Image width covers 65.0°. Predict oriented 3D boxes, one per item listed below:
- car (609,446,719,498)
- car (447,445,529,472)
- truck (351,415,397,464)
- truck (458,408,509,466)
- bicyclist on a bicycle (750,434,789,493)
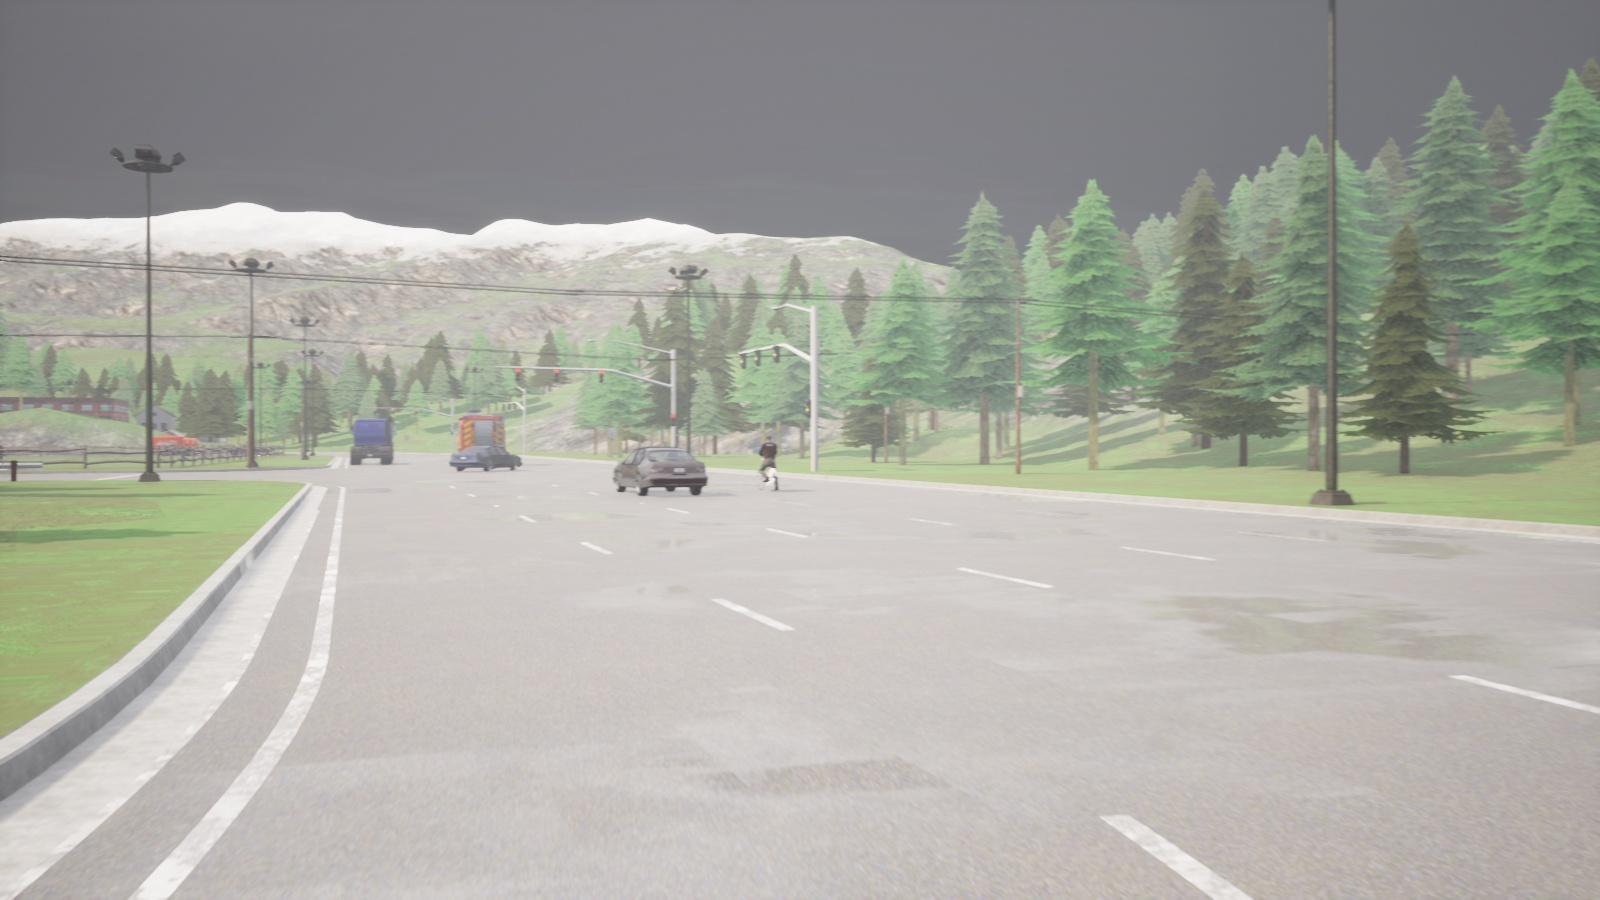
[{"bbox_3d":[-4.079,0.587,36.876,2.033,1.411,5.357,0,0,-20],"label":"car"},{"bbox_3d":[-16.730,0.417,67.687,2.033,1.411,5.357,0,0,14],"label":"car"},{"bbox_3d":[-31.072,-0.744,91.826,2.891,3.462,7.936,0,0,-17],"label":"truck"},{"bbox_3d":[-22.210,-0.907,87.835,2.891,3.827,8.468,0,0,-18],"label":"truck"},{"bbox_3d":[-0.940,0.400,38.491,0.659,1.776,1.843,0,1,-20],"label":"bicyclist on a bicycle"}]
